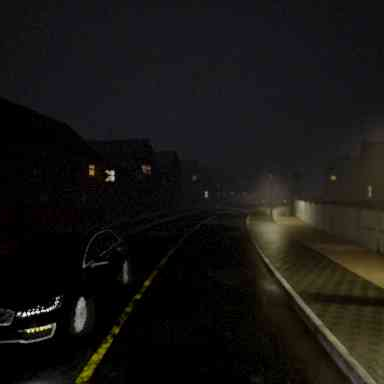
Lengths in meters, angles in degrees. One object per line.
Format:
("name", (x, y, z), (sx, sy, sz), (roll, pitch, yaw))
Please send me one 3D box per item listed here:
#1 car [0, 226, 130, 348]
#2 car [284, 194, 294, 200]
("car", (-2.572, 1.523, 6.736), (1.837, 1.490, 4.892), (0, 0, 3))
("car", (25.701, 1.423, 87.323), (1.837, 1.490, 4.892), (0, 0, 34))
